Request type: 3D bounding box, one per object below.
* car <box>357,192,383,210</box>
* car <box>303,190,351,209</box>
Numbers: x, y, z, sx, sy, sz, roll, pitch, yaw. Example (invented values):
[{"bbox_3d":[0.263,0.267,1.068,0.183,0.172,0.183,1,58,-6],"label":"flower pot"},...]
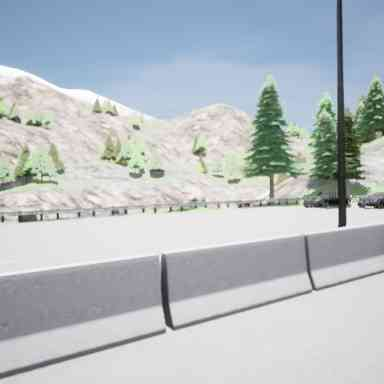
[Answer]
[{"bbox_3d":[16.811,0.729,29.430,4.674,1.442,1.812,-2,1,-25],"label":"car"},{"bbox_3d":[12.694,0.612,31.330,4.553,1.767,2.097,-2,1,-25],"label":"car"}]
